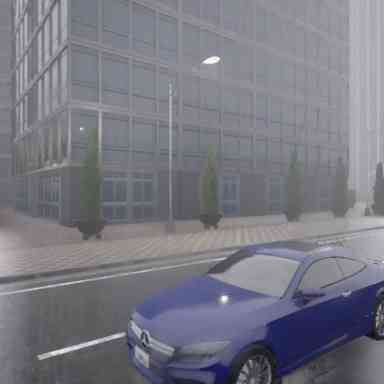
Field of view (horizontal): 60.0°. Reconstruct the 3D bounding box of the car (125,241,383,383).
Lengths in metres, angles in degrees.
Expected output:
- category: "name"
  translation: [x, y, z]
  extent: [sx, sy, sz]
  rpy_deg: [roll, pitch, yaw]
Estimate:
- category: "car"
  translation: [1.331, 1.524, 4.969]
  extent: [4.674, 1.442, 1.812]
  rpy_deg: [0, 0, -37]
